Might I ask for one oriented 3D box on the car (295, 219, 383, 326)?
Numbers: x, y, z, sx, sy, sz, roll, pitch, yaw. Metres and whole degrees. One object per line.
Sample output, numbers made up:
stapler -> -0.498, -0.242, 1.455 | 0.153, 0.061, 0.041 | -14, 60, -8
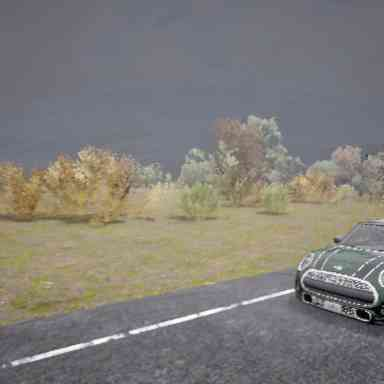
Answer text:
car -> 4.248, 1.383, 7.023 | 4.553, 1.767, 2.097 | 0, 0, -36
